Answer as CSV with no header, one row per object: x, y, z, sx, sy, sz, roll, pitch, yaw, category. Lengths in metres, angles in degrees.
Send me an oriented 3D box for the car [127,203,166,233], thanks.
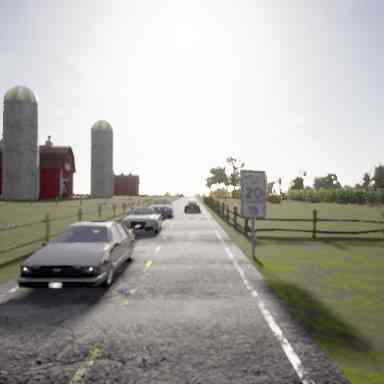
-2.825,1.590,19.474,1.994,1.385,4.181,0,0,0,car

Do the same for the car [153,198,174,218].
-2.811,1.396,30.768,2.097,1.767,4.553,0,0,0,car

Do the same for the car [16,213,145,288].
-2.839,1.562,9.585,2.033,1.411,5.357,0,0,0,car

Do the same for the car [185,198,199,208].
0.040,1.640,49.529,1.994,1.385,4.181,0,0,0,car

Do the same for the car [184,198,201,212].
0.031,1.583,39.484,1.812,1.442,4.674,0,0,0,car
